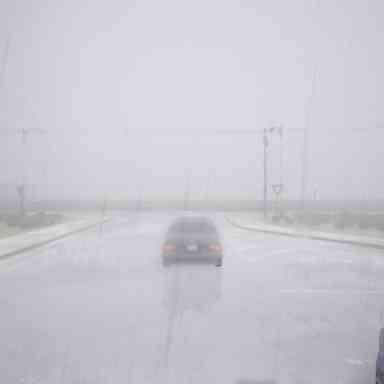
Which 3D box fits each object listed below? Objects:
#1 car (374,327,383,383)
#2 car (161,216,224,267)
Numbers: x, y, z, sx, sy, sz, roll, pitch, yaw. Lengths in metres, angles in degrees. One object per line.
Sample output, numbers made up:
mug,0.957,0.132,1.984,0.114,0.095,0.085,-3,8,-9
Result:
car,4.215,1.476,3.003,4.611,1.667,2.242,0,0,1
car,0.015,1.531,11.360,2.033,1.411,5.357,0,0,0
